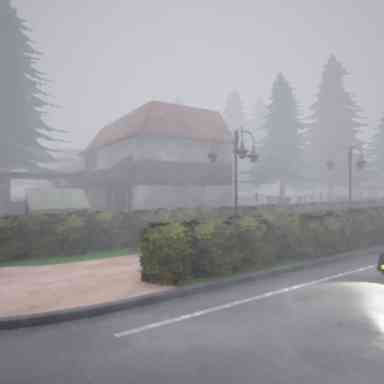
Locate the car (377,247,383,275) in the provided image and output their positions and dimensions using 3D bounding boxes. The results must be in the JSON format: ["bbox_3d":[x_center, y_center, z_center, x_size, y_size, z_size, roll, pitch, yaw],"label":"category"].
[{"bbox_3d":[6.705,1.513,8.787,4.181,1.385,1.994,0,0,-37],"label":"car"}]
